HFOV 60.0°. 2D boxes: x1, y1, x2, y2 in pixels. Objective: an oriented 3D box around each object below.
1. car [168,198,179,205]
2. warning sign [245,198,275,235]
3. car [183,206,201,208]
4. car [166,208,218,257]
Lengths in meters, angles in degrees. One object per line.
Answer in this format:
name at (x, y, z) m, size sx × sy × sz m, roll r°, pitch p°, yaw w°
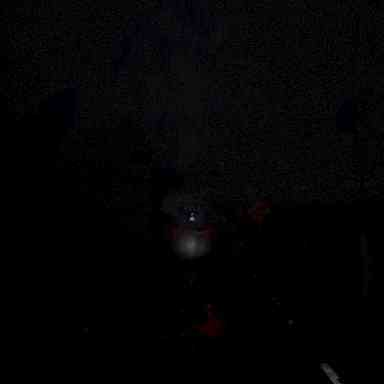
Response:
car at (-3.508, 1.842, 64.636) m, size 1.895 × 1.301 × 4.718 m, roll 0°, pitch 0°, yaw 1°
warning sign at (3.522, 1.261, 17.425) m, size 1.300 × 1.860 × 1.060 m, roll -2°, pitch -2°, yaw 0°
car at (0.018, 1.800, 28.268) m, size 1.895 × 1.301 × 4.718 m, roll 0°, pitch 0°, yaw 0°
car at (0.018, 1.612, 13.501) m, size 2.128 × 1.511 × 4.902 m, roll 0°, pitch 0°, yaw 0°
